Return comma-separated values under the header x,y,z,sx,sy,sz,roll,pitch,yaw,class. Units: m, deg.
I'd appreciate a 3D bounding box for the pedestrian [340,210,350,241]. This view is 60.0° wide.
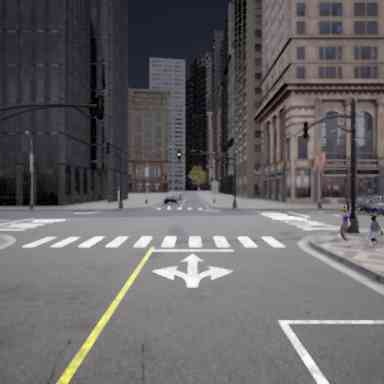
x,y,z,sx,sy,sz,roll,pitch,yaw,class
6.037,1.259,12.994,0.375,1.300,0.375,0,0,0,pedestrian

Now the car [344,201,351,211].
x,y,z,sx,sy,sz,roll,pitch,yaw,class
16.430,1.109,30.189,4.902,1.511,2.128,0,0,0,car

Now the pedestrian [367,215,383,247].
x,y,z,sx,sy,sz,roll,pitch,yaw,class
6.462,0.999,11.793,0.375,1.860,0.375,0,0,0,pedestrian

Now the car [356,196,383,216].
x,y,z,sx,sy,sz,roll,pitch,yaw,class
16.598,1.180,26.940,5.357,1.411,2.033,0,0,0,car

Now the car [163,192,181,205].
x,y,z,sx,sy,sz,roll,pitch,yaw,class
-2.934,1.085,46.891,1.895,1.301,4.718,0,1,0,car
